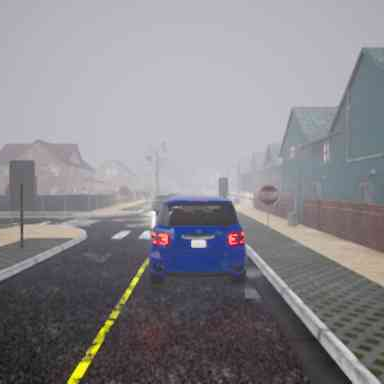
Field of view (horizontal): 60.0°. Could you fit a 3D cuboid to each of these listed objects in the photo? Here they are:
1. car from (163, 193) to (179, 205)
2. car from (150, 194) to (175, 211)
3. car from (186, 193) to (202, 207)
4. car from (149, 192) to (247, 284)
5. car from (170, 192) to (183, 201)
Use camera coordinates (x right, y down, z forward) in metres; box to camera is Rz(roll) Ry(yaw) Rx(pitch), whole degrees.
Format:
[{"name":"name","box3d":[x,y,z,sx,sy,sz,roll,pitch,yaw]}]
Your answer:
[{"name":"car","box3d":[-2.745,0.861,44.672,1.812,1.442,4.674,0,1,0]},{"name":"car","box3d":[-2.827,1.013,32.985,1.837,1.490,4.892,0,0,2]},{"name":"car","box3d":[0.182,0.933,39.755,1.812,1.442,4.674,0,1,0]},{"name":"car","box3d":[0.108,1.080,9.275,2.150,2.045,5.566,0,1,-1]},{"name":"car","box3d":[-2.666,0.693,57.723,2.033,1.411,5.357,0,1,1]}]
